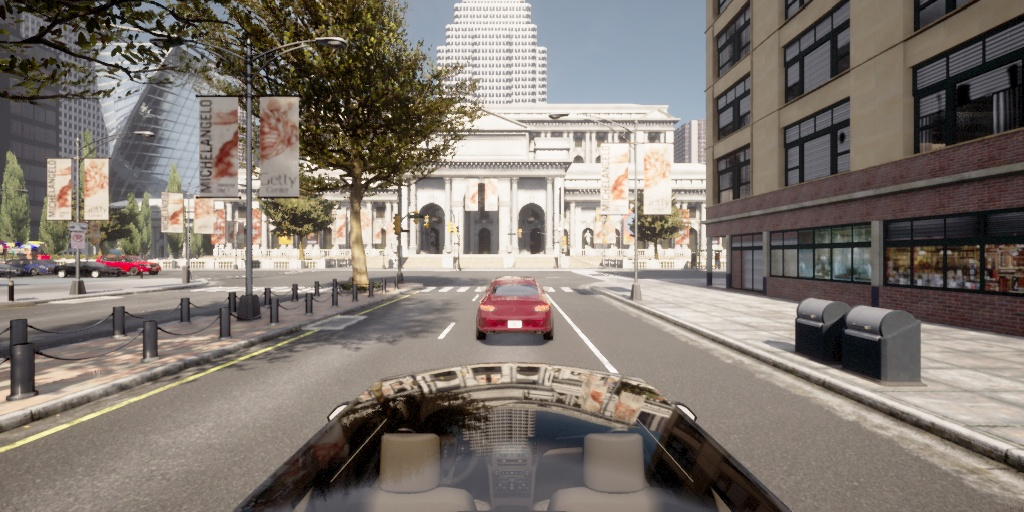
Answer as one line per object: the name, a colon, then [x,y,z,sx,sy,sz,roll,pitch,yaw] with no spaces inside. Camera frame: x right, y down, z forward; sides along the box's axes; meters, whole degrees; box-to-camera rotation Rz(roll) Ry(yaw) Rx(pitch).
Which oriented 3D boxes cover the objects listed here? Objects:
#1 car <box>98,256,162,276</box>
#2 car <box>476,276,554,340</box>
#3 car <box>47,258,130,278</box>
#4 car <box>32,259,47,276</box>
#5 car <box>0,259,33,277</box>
car: [-39.513,0.970,36.863,5.566,2.045,2.150,0,0,0]
car: [0.078,1.275,9.882,1.812,1.442,4.674,0,0,0]
car: [-39.323,1.227,33.360,5.008,1.535,1.882,0,0,0]
car: [-49.132,1.101,36.802,4.553,1.767,2.097,0,0,-1]
car: [-48.326,1.275,33.329,4.674,1.442,1.812,0,0,-1]
